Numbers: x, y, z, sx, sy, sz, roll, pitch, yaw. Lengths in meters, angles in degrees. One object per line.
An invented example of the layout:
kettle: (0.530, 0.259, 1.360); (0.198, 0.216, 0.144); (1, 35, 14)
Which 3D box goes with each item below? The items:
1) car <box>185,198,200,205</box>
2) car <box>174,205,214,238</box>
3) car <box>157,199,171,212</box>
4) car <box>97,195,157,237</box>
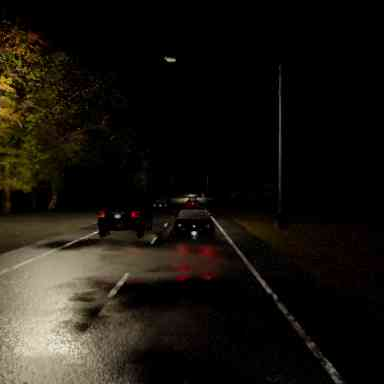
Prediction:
car: (0.077, 1.488, 45.956); (1.994, 1.385, 4.181); (0, 0, 0)
car: (0.092, 1.575, 17.287); (1.895, 1.301, 4.718); (0, 0, 0)
car: (-3.419, 1.486, 38.122); (2.033, 1.411, 5.357); (0, 0, 0)
car: (-3.409, 1.195, 17.892); (2.150, 2.045, 5.566); (0, 0, 0)
